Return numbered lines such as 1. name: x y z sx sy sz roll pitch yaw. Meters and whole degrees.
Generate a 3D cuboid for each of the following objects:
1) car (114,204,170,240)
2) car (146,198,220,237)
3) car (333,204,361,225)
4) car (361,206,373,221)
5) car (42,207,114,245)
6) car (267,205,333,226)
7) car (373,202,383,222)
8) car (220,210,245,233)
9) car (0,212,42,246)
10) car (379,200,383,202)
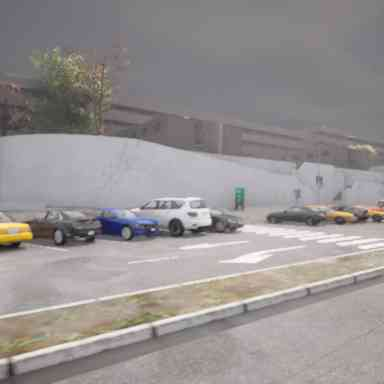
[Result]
1. car: -3.931 1.575 17.527 5.008 1.535 2.097 -1 -2 35
2. car: -1.528 1.362 19.269 5.566 2.045 2.435 -1 -1 35
3. car: 10.793 1.838 27.801 5.366 1.575 1.946 0 -2 35
4. car: 13.041 1.926 29.648 4.792 1.488 2.163 0 -1 35
5. car: -6.355 1.540 15.785 4.892 1.521 2.231 -1 -1 35
6. car: 8.212 1.833 26.169 4.674 1.452 2.002 -1 -1 35
7. car: 15.651 1.947 31.262 5.366 1.575 1.946 0 -2 35
8. car: 0.924 1.657 20.993 4.892 1.521 2.231 -1 -2 34
9. car: -8.941 1.502 14.163 5.366 1.575 1.946 -1 -1 35
10. car: 20.380 1.928 34.812 4.553 1.767 2.185 0 -1 34
